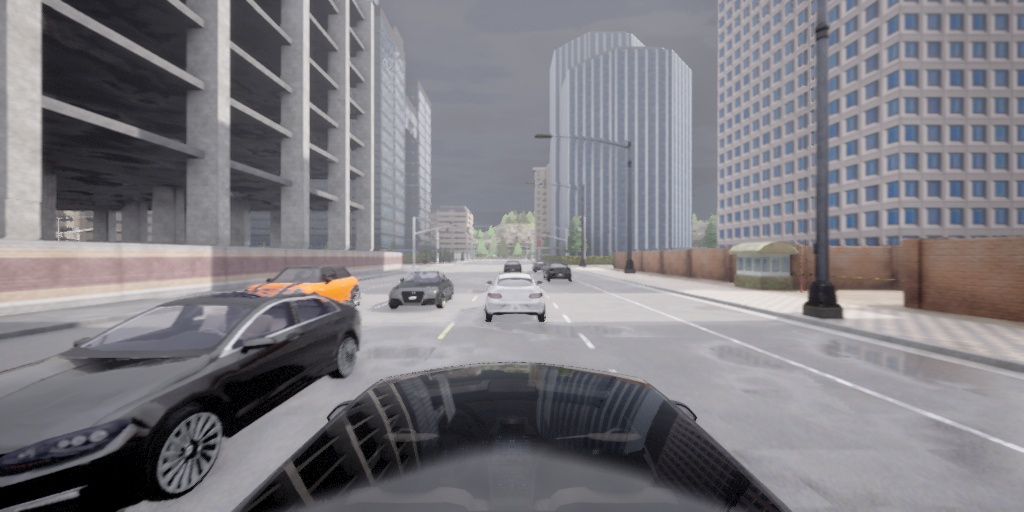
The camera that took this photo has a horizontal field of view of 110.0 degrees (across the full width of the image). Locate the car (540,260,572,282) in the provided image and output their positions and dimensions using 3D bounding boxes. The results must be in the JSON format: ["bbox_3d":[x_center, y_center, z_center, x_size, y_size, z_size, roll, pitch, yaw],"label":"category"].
[{"bbox_3d":[3.594,1.228,28.973,1.882,1.535,5.008,0,0,0],"label":"car"}]

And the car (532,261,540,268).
[{"bbox_3d":[3.576,1.277,44.815,1.812,1.442,4.674,0,0,0],"label":"car"}]

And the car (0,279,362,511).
[{"bbox_3d":[-3.598,1.243,4.510,2.128,1.511,4.902,0,0,0],"label":"car"}]

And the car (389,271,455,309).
[{"bbox_3d":[-3.589,1.315,14.864,1.994,1.385,4.181,0,0,-1],"label":"car"}]

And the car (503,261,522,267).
[{"bbox_3d":[0.092,1.229,38.321,1.882,1.535,5.008,0,0,0],"label":"car"}]

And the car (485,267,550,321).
[{"bbox_3d":[0.098,1.276,12.353,1.812,1.442,4.674,0,0,0],"label":"car"}]

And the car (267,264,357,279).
[{"bbox_3d":[-7.090,1.103,12.402,2.097,1.767,4.553,0,0,0],"label":"car"}]
